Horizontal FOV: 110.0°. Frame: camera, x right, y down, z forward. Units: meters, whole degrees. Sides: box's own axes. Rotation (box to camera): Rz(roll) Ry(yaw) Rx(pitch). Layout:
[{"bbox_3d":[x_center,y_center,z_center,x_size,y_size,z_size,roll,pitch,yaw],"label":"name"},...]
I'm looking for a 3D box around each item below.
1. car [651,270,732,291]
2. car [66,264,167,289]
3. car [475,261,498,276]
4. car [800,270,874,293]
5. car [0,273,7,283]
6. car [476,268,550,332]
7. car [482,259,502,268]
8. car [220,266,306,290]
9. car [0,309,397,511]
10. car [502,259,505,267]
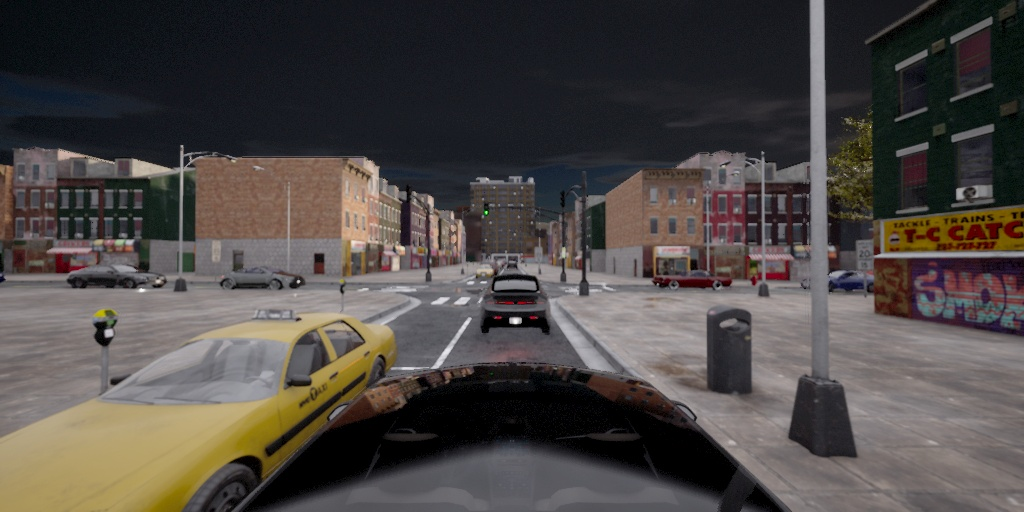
[{"bbox_3d":[11.966,1.616,24.098,4.718,1.301,1.895,1,-1,-3],"label":"car"},{"bbox_3d":[-23.012,1.210,20.941,4.674,1.442,1.812,0,-1,0],"label":"car"},{"bbox_3d":[-2.661,1.461,35.688,1.751,1.417,4.829,0,0,0],"label":"car"},{"bbox_3d":[22.130,1.694,24.138,4.674,1.442,1.812,1,-1,0],"label":"car"},{"bbox_3d":[-32.909,1.234,20.884,4.718,1.301,1.895,0,-1,0],"label":"car"},{"bbox_3d":[0.090,1.302,11.049,1.837,1.490,4.892,0,0,0],"label":"car"},{"bbox_3d":[-2.665,1.284,41.301,2.192,1.841,5.009,0,0,0],"label":"car"},{"bbox_3d":[-14.491,1.310,20.987,4.181,1.385,1.994,0,-1,0],"label":"car"},{"bbox_3d":[-2.639,1.286,3.732,1.751,1.417,4.829,0,0,0],"label":"car"},{"bbox_3d":[-2.680,1.643,62.906,1.751,1.417,4.829,0,0,0],"label":"car"}]
